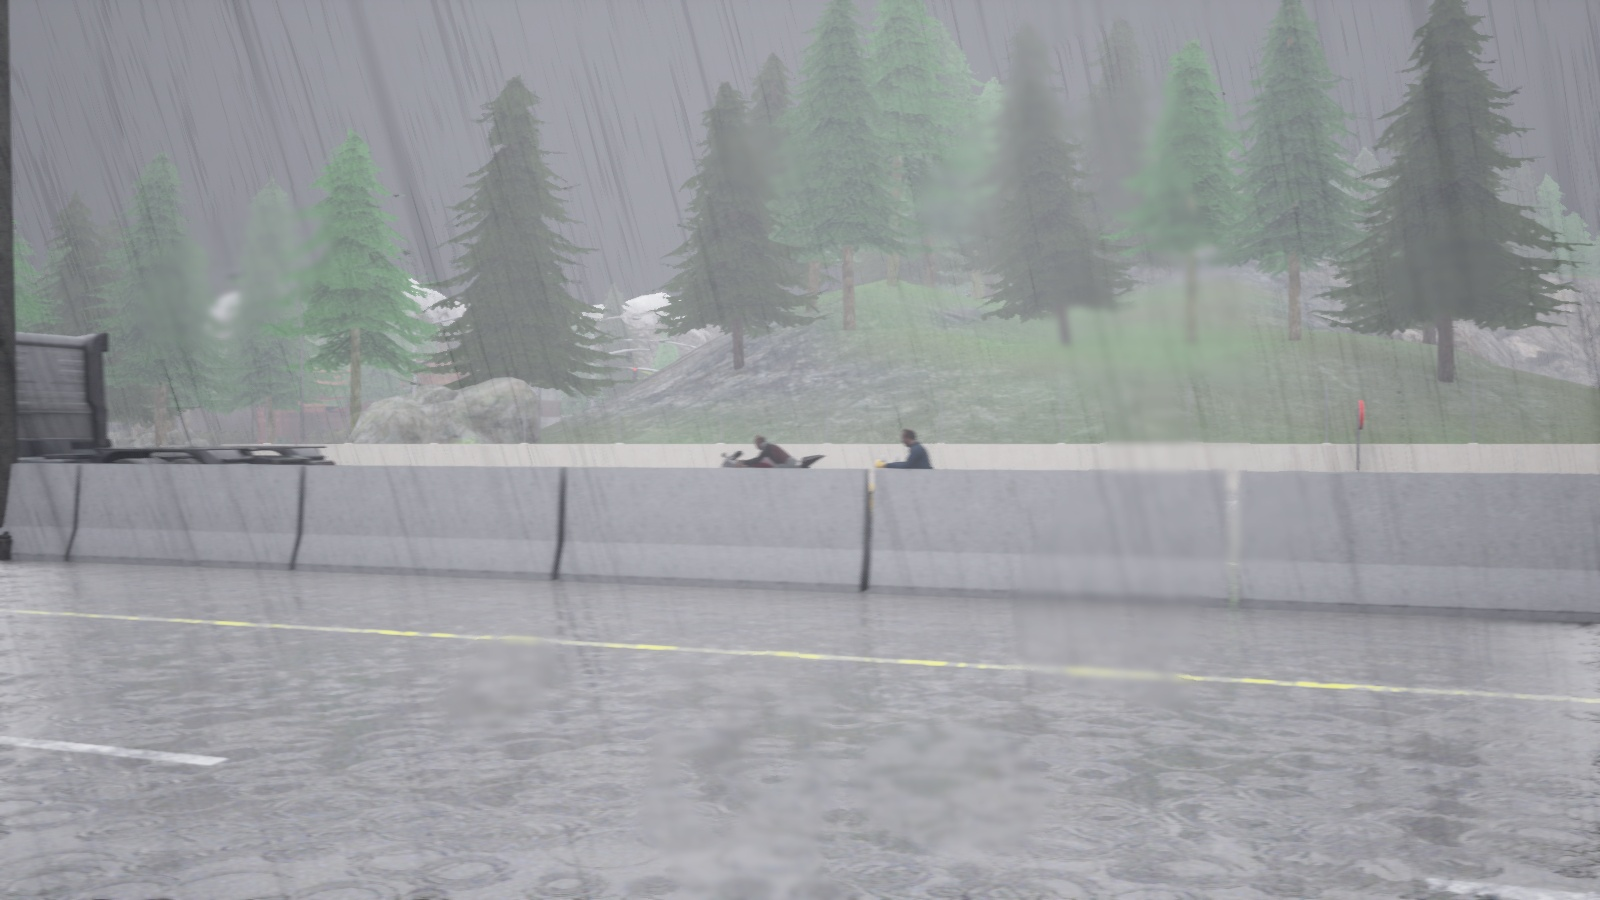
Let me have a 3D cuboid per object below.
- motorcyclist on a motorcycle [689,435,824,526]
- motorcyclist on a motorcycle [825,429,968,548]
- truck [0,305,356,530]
[{"bbox_3d":[-0.759,0.508,21.911,2.191,1.530,0.866,1,1,19],"label":"motorcyclist on a motorcycle"},{"bbox_3d":[1.349,0.505,17.508,1.817,1.590,0.866,1,1,19],"label":"motorcyclist on a motorcycle"},{"bbox_3d":[-12.043,-0.553,22.000,7.936,3.462,2.891,1,1,19],"label":"truck"}]
